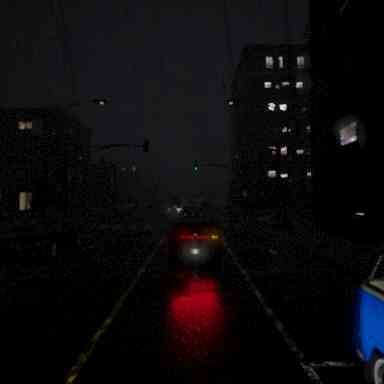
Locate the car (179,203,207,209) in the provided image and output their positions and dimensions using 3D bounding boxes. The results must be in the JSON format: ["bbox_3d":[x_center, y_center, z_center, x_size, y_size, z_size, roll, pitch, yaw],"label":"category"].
[{"bbox_3d":[0.110,1.873,29.411,1.895,1.301,4.718,0,-1,0],"label":"car"}]

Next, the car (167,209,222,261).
[{"bbox_3d":[0.106,1.624,12.801,1.837,1.490,4.892,0,-1,0],"label":"car"}]

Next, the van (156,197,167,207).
[{"bbox_3d":[-5.649,1.914,62.428,1.690,1.788,3.998,1,-1,0],"label":"van"}]

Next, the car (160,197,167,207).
[{"bbox_3d":[-5.656,2.065,56.739,1.887,1.381,4.507,1,-1,0],"label":"car"}]

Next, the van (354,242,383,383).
[{"bbox_3d":[2.709,1.364,2.281,1.690,1.788,3.998,1,-1,0],"label":"van"}]

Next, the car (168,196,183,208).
[{"bbox_3d":[-3.023,1.758,58.580,2.150,2.045,5.566,0,0,1],"label":"car"}]

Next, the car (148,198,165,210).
[{"bbox_3d":[-5.734,2.014,51.057,1.887,1.381,4.507,1,-1,0],"label":"car"}]

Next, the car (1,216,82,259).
[{"bbox_3d":[-5.672,1.673,13.103,2.008,1.369,4.403,1,-1,0],"label":"car"}]

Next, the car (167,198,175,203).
[{"bbox_3d":[-5.644,2.415,90.858,1.802,1.307,4.206,1,-1,0],"label":"car"}]

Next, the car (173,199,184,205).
[{"bbox_3d":[-2.974,2.220,74.223,2.033,1.411,5.357,0,-1,0],"label":"car"}]

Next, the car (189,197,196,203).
[{"bbox_3d":[0.032,2.175,89.151,1.812,1.442,4.674,0,-1,0],"label":"car"}]

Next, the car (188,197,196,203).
[{"bbox_3d":[0.029,2.271,79.141,1.994,1.385,4.181,0,-1,0],"label":"car"}]

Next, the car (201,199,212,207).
[{"bbox_3d":[2.729,2.013,62.485,1.967,1.590,4.097,1,-1,0],"label":"car"}]
